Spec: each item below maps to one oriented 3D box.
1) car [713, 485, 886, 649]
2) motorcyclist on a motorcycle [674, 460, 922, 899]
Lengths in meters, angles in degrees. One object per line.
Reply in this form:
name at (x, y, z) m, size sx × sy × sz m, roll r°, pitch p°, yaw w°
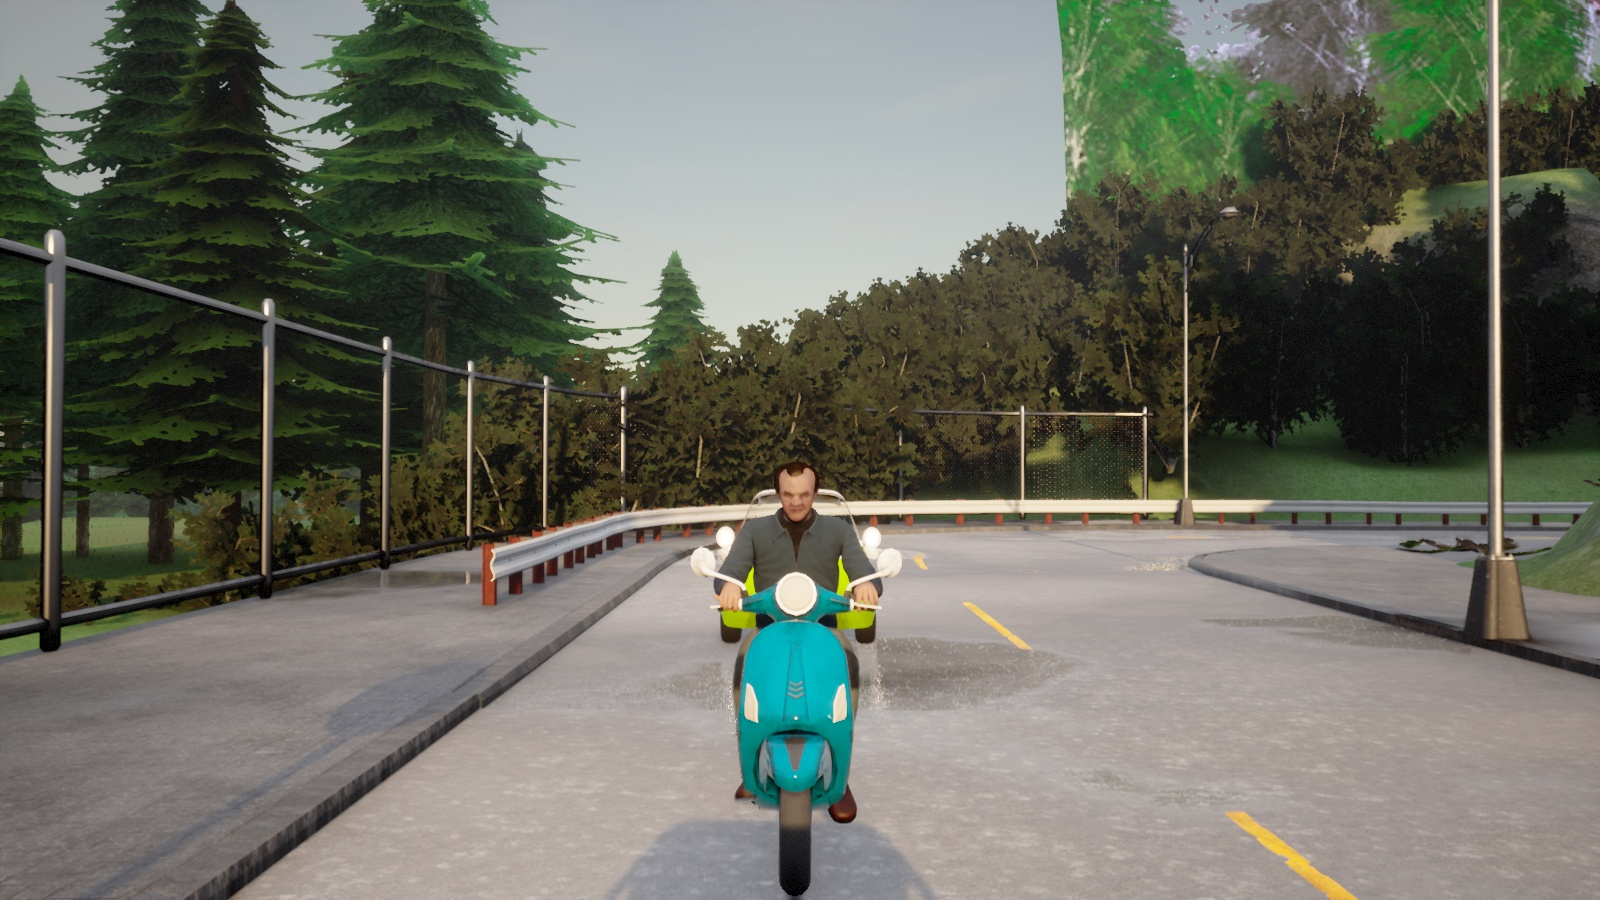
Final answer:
car at (-0.001, 1.040, 11.918) m, size 1.481 × 1.376 × 2.207 m, roll 0°, pitch -1°, yaw 0°
motorcyclist on a motorcycle at (-0.010, 0.842, 5.328) m, size 0.866 × 1.590 × 1.817 m, roll 0°, pitch -1°, yaw 0°
